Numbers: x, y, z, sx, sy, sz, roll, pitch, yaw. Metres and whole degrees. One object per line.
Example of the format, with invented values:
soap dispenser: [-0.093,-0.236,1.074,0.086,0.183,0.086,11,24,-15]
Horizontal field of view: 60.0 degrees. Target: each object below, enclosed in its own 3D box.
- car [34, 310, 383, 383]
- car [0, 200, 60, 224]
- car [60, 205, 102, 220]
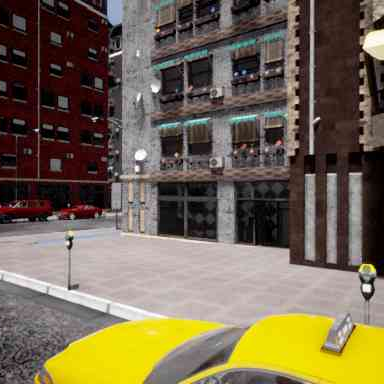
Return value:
car: [0.754,1.525,2.338,4.829,1.417,1.752,0,0,36]
car: [-14.136,1.589,27.635,2.192,1.841,5.009,-1,-2,35]
car: [-10.840,1.921,32.274,1.887,1.381,4.507,-1,-2,35]
